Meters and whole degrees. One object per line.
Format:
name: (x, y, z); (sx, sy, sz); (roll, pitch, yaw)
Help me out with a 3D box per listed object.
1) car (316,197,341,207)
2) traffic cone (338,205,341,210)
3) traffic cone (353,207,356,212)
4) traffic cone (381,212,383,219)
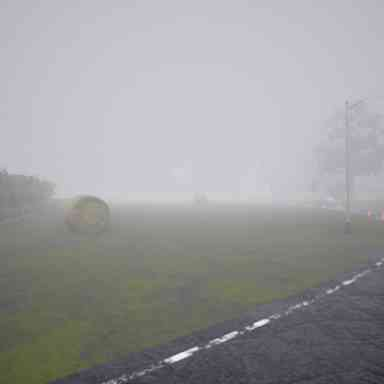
car: (20.322, 1.494, 49.833); (1.812, 1.442, 4.674); (0, 0, -7)
traffic cone: (18.674, 1.941, 42.103); (0.340, 0.580, 0.340); (0, 0, 2)
traffic cone: (18.278, 1.947, 37.351); (0.340, 0.580, 0.340); (0, 0, 7)
traffic cone: (16.176, 1.964, 28.062); (0.340, 0.580, 0.340); (-1, 0, 18)
